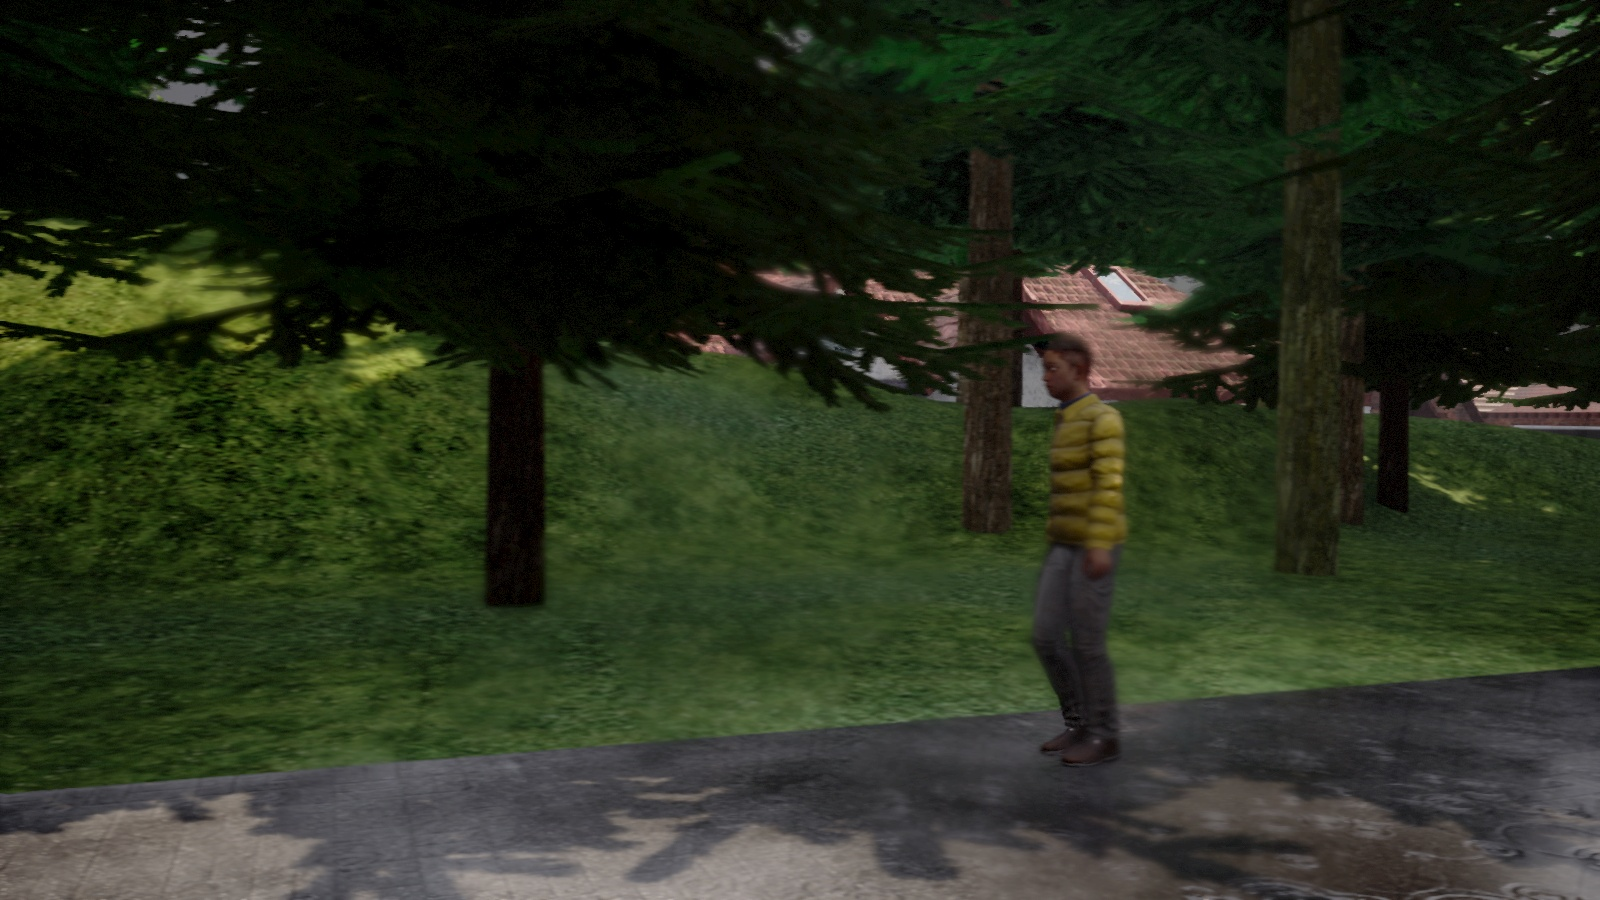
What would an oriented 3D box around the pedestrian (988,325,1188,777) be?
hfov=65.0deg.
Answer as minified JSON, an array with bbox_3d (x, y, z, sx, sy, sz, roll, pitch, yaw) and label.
[{"bbox_3d":[1.227,0.407,5.391,0.709,1.840,0.431,-1,1,-13],"label":"pedestrian"}]
